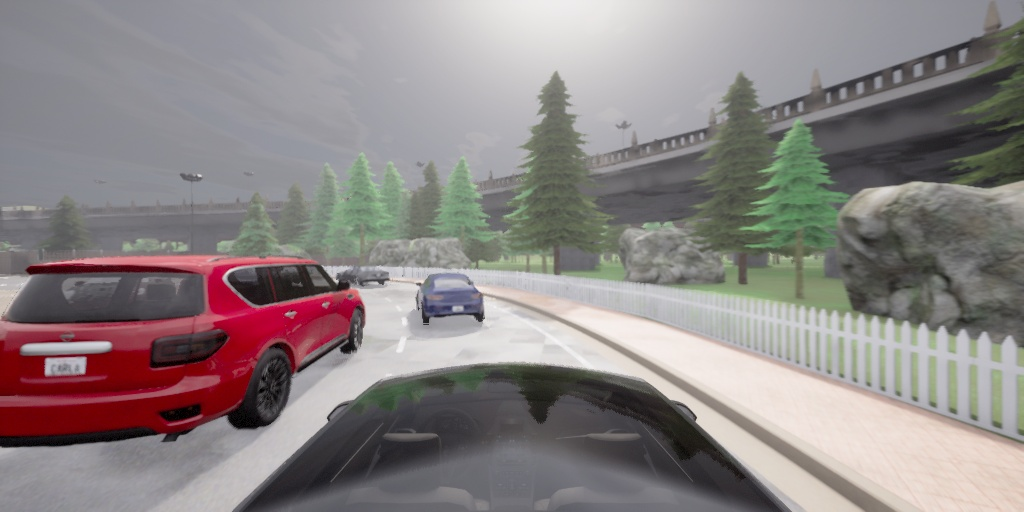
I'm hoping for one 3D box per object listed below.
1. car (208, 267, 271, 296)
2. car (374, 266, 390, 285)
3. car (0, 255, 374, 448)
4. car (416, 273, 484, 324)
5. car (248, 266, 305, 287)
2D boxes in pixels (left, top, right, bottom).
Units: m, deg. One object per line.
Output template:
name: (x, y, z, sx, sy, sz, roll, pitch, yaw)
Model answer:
car: (-16.320, 1.421, 21.373, 5.357, 1.411, 2.033, 0, 0, 42)
car: (-10.840, 1.368, 25.919, 5.357, 1.411, 2.033, 0, 0, 43)
car: (-4.090, 1.006, 5.690, 2.150, 2.045, 5.566, 0, 0, -7)
car: (-2.169, 1.284, 12.028, 1.812, 1.442, 4.674, 0, 0, -17)
car: (-17.719, 1.481, 26.918, 4.718, 1.301, 1.895, 0, 0, 34)
